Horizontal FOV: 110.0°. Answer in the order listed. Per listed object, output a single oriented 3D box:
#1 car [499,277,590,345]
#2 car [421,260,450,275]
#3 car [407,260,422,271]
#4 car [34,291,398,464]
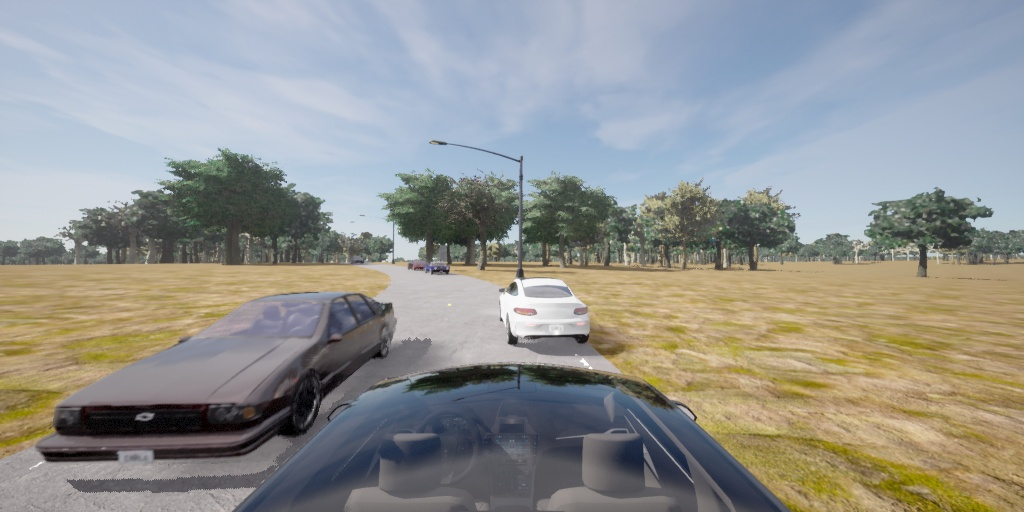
[{"bbox_3d":[0.670,1.276,9.468,1.812,1.442,4.674,0,0,-5],"label":"car"},{"bbox_3d":[-7.970,1.244,37.919,1.895,1.301,4.718,1,0,-24],"label":"car"},{"bbox_3d":[-12.207,1.137,46.427,1.994,1.385,4.181,1,0,-30],"label":"car"},{"bbox_3d":[-3.295,1.294,5.663,2.033,1.411,5.357,0,0,-3],"label":"car"}]
